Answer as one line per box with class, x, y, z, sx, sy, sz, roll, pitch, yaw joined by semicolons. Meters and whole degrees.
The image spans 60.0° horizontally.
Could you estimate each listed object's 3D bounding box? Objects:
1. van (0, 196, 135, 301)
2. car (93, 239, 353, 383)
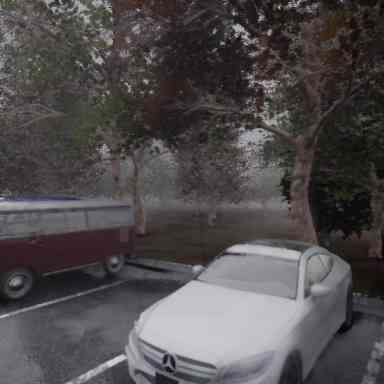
van;-3.482;1.205;8.100;1.878;1.987;4.442;0;0;35
car;1.120;1.508;4.964;2.002;1.452;4.674;0;0;35
